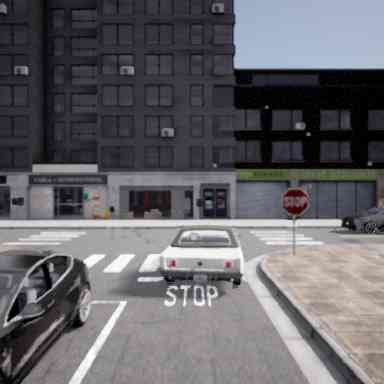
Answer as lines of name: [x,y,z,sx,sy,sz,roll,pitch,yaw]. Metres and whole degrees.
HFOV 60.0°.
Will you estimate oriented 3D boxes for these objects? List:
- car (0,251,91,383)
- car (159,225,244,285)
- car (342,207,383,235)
car: [-2.639,1.555,4.305,1.947,1.339,4.313,0,0,0]
car: [0.465,1.579,9.435,1.895,1.301,4.718,0,0,7]
car: [10.350,1.490,17.850,4.181,1.385,1.994,0,0,0]
